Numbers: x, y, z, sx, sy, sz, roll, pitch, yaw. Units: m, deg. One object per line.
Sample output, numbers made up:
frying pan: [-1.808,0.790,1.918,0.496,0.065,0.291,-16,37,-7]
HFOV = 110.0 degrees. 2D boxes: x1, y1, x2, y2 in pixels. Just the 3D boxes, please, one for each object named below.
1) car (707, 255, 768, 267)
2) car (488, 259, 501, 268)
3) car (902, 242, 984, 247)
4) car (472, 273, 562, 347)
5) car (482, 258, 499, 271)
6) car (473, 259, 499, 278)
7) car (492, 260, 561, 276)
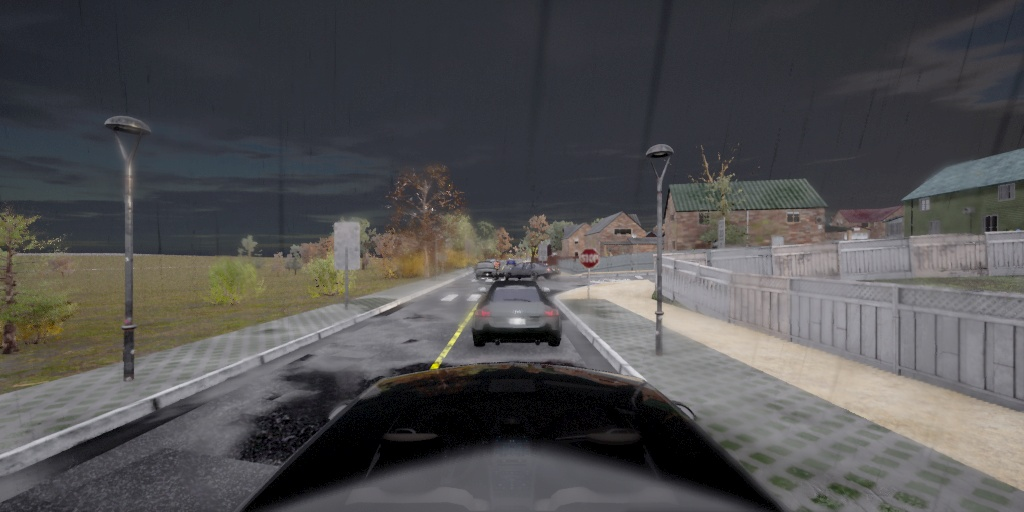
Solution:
car: [14.336,0.413,22.778,4.181,1.385,1.994,-3,0,16]
car: [-2.979,1.256,61.125,1.882,1.535,5.008,0,0,0]
car: [23.842,-0.208,20.380,4.902,1.511,2.128,-3,0,14]
car: [0.084,1.313,9.352,1.994,1.385,4.181,0,0,-1]
car: [-2.969,1.120,51.088,2.097,1.767,4.553,0,0,0]
car: [-2.324,1.257,31.272,1.837,1.490,4.892,0,0,-8]
car: [1.271,1.198,28.369,5.357,1.411,2.033,-4,-3,43]
